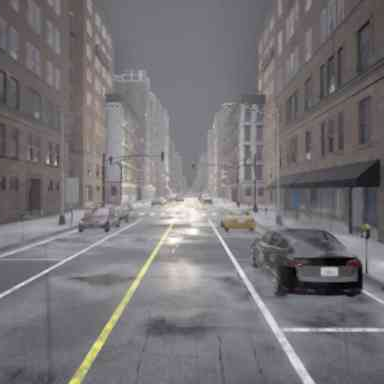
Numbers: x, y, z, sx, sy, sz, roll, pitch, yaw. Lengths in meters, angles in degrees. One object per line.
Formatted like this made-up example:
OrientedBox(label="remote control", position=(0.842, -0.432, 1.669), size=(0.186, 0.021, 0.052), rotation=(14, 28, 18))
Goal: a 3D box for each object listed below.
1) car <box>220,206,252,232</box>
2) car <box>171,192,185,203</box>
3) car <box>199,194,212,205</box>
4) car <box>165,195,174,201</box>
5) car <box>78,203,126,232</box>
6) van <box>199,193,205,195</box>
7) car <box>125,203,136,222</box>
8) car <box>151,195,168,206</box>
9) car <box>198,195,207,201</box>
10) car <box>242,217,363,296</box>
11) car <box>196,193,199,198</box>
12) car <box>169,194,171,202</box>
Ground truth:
OrientedBox(label="car", position=(2.639, 1.513, 19.990), size=(1.752, 1.417, 4.829), rotation=(0, 0, 0))
OrientedBox(label="car", position=(-2.746, 1.303, 69.135), size=(2.097, 1.767, 4.553), rotation=(0, 0, 0))
OrientedBox(label="car", position=(2.643, 1.508, 57.783), size=(2.008, 1.369, 4.403), rotation=(0, 0, 0))
OrientedBox(label="car", position=(-5.410, 1.465, 79.237), size=(1.752, 1.417, 4.829), rotation=(0, 0, 0))
OrientedBox(label="car", position=(-5.386, 1.570, 19.819), size=(1.802, 1.307, 4.206), rotation=(0, 0, 0))
OrientedBox(label="van", position=(2.645, 1.294, 63.190), size=(1.690, 1.788, 3.998), rotation=(0, 0, 0))
OrientedBox(label="car", position=(-5.386, 1.535, 25.501), size=(2.008, 1.369, 4.403), rotation=(0, 0, 0))
OrientedBox(label="car", position=(-5.387, 1.513, 52.377), size=(2.008, 1.369, 4.403), rotation=(0, 0, 0))
OrientedBox(label="car", position=(2.651, 1.501, 84.815), size=(1.947, 1.339, 4.313), rotation=(0, 0, 0))
OrientedBox(label="car", position=(2.638, 1.561, 8.458), size=(1.947, 1.339, 4.313), rotation=(0, 0, 0))
OrientedBox(label="car", position=(2.650, 1.255, 79.408), size=(2.192, 1.841, 5.009), rotation=(0, 0, 0))
OrientedBox(label="car", position=(-5.405, 1.384, 74.002), size=(1.967, 1.590, 4.097), rotation=(0, 0, 0))
